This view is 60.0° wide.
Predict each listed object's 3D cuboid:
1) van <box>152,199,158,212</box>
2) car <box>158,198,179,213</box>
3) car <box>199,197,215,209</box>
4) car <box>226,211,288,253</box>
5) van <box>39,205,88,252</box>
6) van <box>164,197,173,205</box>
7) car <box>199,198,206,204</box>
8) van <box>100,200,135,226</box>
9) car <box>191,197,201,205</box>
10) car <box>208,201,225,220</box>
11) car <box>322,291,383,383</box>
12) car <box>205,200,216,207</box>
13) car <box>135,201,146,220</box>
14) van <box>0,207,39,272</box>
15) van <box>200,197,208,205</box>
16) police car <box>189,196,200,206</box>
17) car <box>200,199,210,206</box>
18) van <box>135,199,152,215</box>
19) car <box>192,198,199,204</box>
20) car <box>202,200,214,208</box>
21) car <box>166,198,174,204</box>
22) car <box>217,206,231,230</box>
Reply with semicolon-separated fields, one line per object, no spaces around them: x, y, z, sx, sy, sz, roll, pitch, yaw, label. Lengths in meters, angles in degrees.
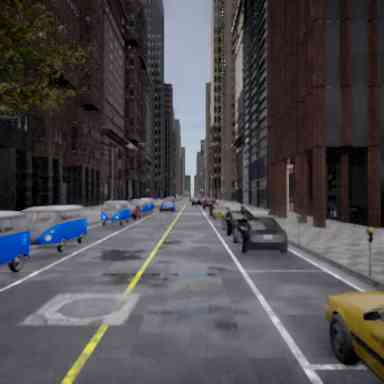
-5.753;1.739;42.234;1.690;1.788;3.998;0;-1;0;van
-3.081;1.879;42.564;1.882;1.535;5.008;0;-1;0;car
2.774;1.822;53.478;2.192;1.841;5.009;0;-1;0;car
2.766;1.698;14.146;1.947;1.339;4.313;0;-1;0;car
-5.758;1.473;14.143;1.690;1.788;3.998;0;-1;0;van
-5.746;2.132;81.560;1.690;1.788;3.998;0;-1;0;van
2.781;2.375;87.357;1.752;1.417;4.829;0;-1;0;car
-5.756;1.579;25.379;1.690;1.788;3.998;0;-1;0;van
0.916;2.112;78.670;2.097;1.767;4.553;0;-1;0;car
2.770;1.817;31.172;1.752;1.417;4.829;0;-1;0;car
2.764;1.555;3.079;1.752;1.417;4.829;0;-1;0;car
2.771;1.910;36.620;1.947;1.339;4.313;0;-1;0;car
-5.755;1.836;30.995;1.887;1.381;4.507;0;-1;0;car
-5.759;1.421;8.524;1.690;1.788;3.998;0;-1;0;van
2.778;2.075;75.951;1.690;1.788;3.998;0;-1;0;van
0.914;2.086;68.810;1.930;1.638;5.238;0;-1;0;police car
2.777;2.227;70.331;2.008;1.369;4.403;0;-1;0;car
-5.754;1.686;36.615;1.690;1.788;3.998;0;-1;0;van
0.917;2.329;84.698;1.837;1.490;4.892;0;-1;0;car
2.775;2.114;59.094;2.008;1.369;4.403;0;-1;0;car
-5.744;2.400;87.176;2.008;1.369;4.403;0;-1;0;car
2.768;1.750;19.764;1.947;1.339;4.313;0;-1;0;car
